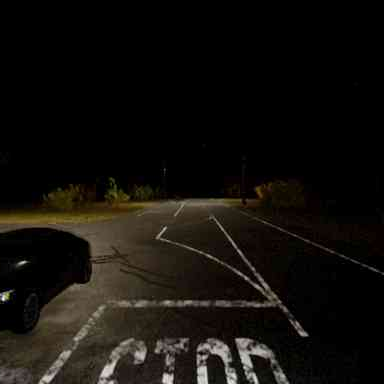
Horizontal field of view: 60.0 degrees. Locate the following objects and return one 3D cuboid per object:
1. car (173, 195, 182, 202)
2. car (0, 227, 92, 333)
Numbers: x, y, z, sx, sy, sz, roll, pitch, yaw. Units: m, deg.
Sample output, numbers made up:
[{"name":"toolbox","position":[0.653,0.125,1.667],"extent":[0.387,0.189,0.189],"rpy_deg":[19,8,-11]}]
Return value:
[{"name":"car","position":[-3.240,1.428,76.183],"extent":[1.882,1.535,5.008],"rpy_deg":[0,0,0]},{"name":"car","position":[-3.487,1.529,6.920],"extent":[1.812,1.442,4.674],"rpy_deg":[0,0,0]}]
